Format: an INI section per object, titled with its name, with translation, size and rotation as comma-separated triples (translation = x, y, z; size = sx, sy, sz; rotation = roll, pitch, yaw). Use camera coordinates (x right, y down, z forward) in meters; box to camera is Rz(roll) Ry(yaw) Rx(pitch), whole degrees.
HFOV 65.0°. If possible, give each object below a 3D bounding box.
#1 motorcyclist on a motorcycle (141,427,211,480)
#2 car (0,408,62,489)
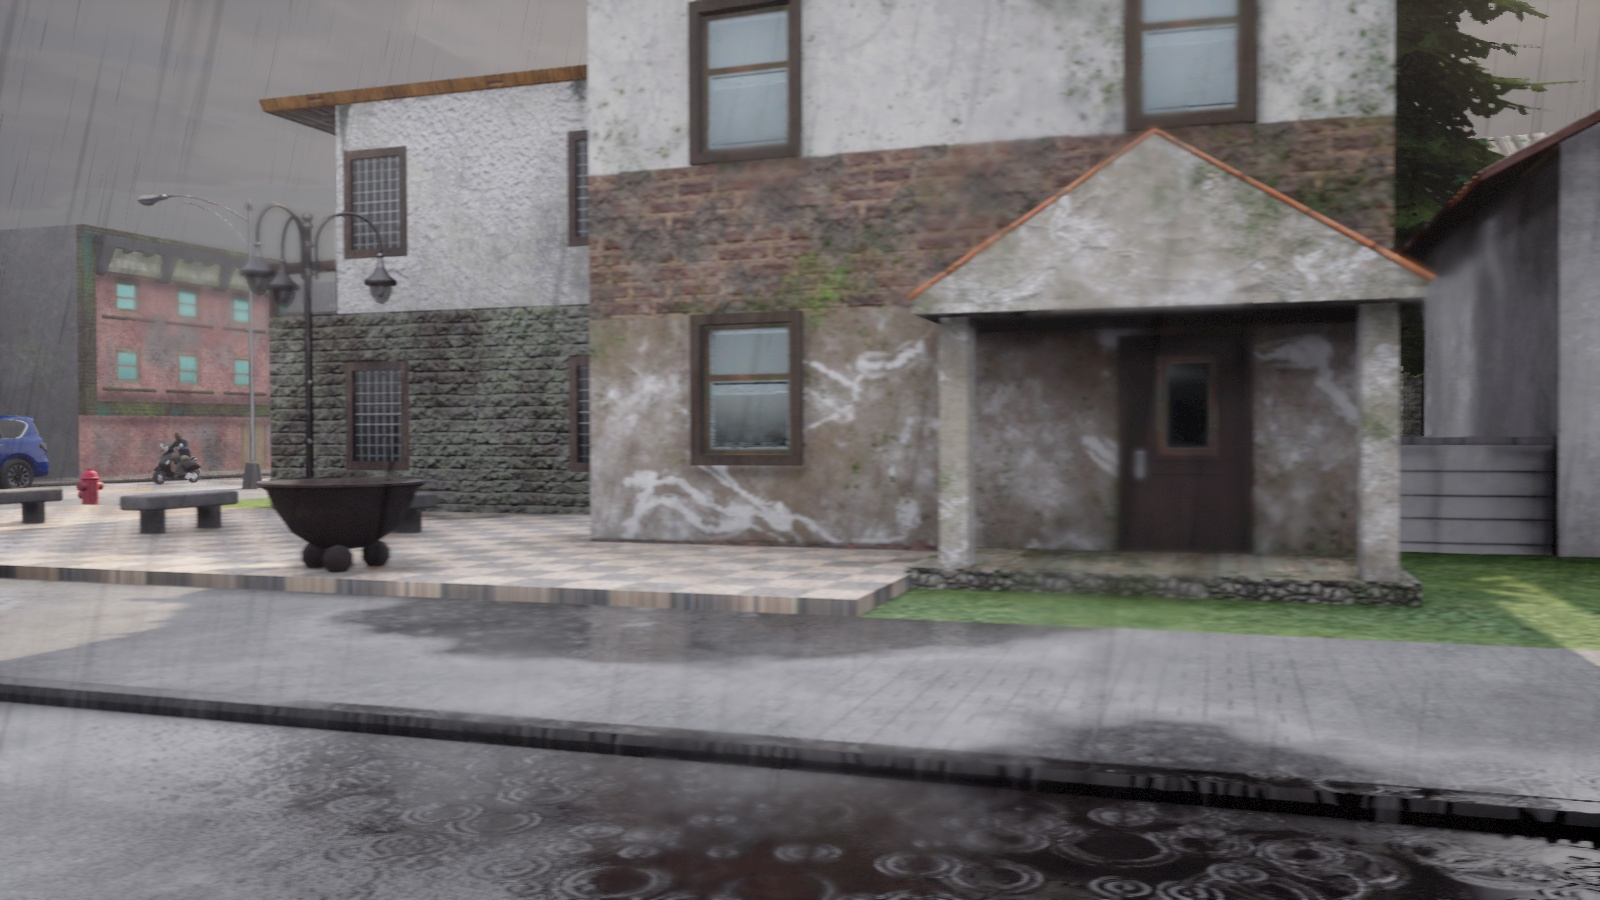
[motorcyclist on a motorcycle]
translation = -19.064, 0.097, 38.403
size = 0.866, 1.590, 1.817
rotation = 1, 1, 19
[car]
translation = -21.525, -0.030, 31.085
size = 2.150, 2.045, 5.566
rotation = 1, 1, 18
